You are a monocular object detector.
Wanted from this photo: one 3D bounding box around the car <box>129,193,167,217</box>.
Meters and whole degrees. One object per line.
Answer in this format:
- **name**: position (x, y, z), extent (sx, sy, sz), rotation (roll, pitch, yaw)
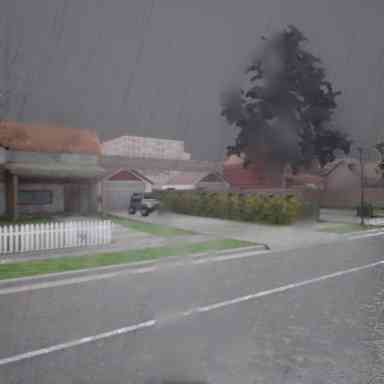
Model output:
- **car**: position (-3.653, 0.998, 27.007), extent (1.905, 1.878, 3.866), rotation (0, 0, -35)
